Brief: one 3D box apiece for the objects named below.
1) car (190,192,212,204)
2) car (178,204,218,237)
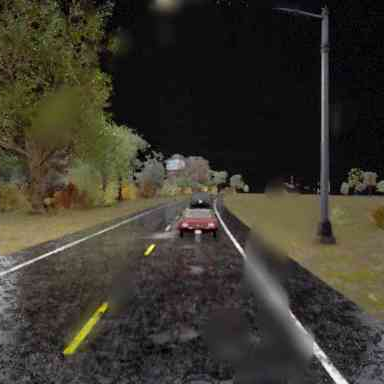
[{"bbox_3d":[0.995,1.053,36.163,2.150,2.045,5.566,0,1,3],"label":"car"},{"bbox_3d":[0.339,1.561,17.760,1.895,1.301,4.718,0,0,1],"label":"car"}]
